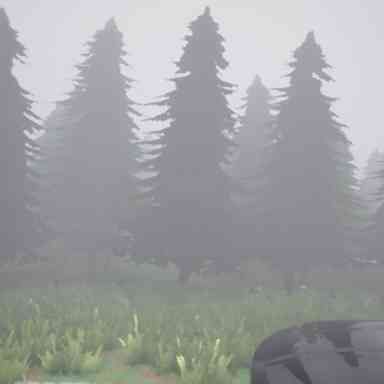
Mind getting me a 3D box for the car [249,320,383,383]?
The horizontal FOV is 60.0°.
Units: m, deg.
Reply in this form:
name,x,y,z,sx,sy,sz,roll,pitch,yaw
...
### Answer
name,x,y,z,sx,sy,sz,roll,pitch,yaw
car,2.908,1.515,2.283,5.008,1.535,1.882,1,0,10
